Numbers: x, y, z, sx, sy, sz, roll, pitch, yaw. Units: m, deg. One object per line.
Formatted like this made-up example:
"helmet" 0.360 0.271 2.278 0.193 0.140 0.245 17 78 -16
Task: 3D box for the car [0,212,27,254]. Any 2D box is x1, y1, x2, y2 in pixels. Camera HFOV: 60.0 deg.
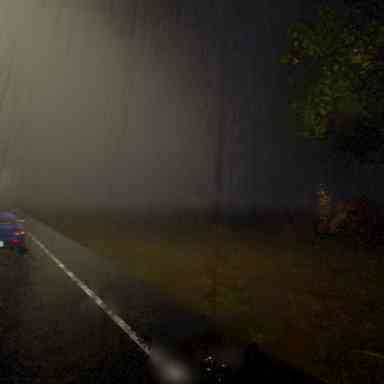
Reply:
"car" -7.410 1.486 12.600 1.812 1.442 4.674 1 0 -32
